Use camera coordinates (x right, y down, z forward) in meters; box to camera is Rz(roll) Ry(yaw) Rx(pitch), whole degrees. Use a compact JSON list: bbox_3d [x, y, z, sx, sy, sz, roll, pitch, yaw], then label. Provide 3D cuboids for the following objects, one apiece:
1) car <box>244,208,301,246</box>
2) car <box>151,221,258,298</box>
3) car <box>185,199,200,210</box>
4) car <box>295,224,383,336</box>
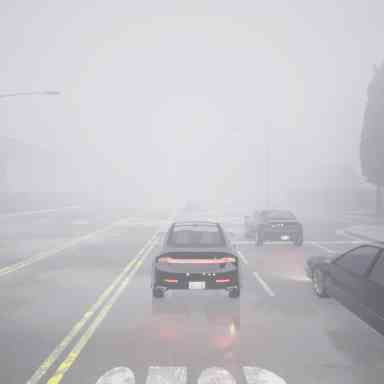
[{"bbox_3d":[3.576,1.505,15.199,1.837,1.490,4.892,0,0,0],"label":"car"},{"bbox_3d":[0.087,1.492,8.500,2.128,1.511,4.902,0,0,0],"label":"car"},{"bbox_3d":[0.030,1.601,43.529,1.895,1.301,4.718,0,0,0],"label":"car"},{"bbox_3d":[3.592,1.547,5.452,2.033,1.411,5.357,0,0,0],"label":"car"}]
